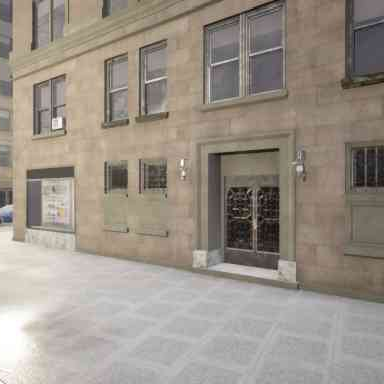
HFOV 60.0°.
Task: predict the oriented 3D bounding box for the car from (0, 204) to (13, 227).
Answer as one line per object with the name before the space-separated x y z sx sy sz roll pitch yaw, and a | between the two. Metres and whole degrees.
car | -11.889 1.512 23.033 2.033 1.411 5.357 0 0 39
